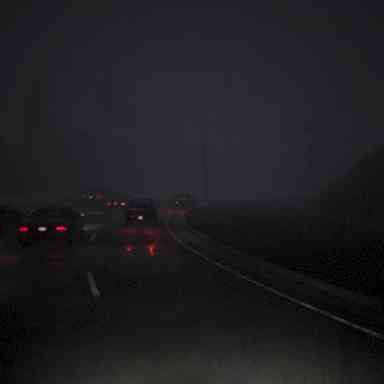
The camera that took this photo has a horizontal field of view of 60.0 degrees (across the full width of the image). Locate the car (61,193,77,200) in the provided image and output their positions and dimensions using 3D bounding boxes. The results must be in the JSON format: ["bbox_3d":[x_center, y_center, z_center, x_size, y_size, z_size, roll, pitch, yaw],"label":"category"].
[{"bbox_3d":[-12.049,0.813,35.939,1.882,1.535,5.008,0,1,14],"label":"car"}]

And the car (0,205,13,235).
[{"bbox_3d":[-9.637,1.295,16.469,1.895,1.301,4.718,0,1,-8],"label":"car"}]

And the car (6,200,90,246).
[{"bbox_3d":[-5.687,1.287,13.923,2.033,1.411,5.357,0,1,-12],"label":"car"}]

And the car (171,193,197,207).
[{"bbox_3d":[-0.834,0.855,36.279,1.812,1.442,4.674,0,1,18],"label":"car"}]

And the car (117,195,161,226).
[{"bbox_3d":[-2.978,1.115,20.253,2.128,1.511,4.902,0,1,-5],"label":"car"}]

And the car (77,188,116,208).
[{"bbox_3d":[-8.859,0.592,33.698,2.150,2.045,5.566,0,0,13],"label":"car"}]

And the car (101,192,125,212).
[{"bbox_3d":[-5.988,0.987,30.312,2.033,1.411,5.357,0,1,9],"label":"car"}]
